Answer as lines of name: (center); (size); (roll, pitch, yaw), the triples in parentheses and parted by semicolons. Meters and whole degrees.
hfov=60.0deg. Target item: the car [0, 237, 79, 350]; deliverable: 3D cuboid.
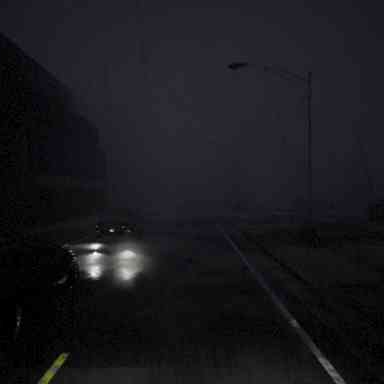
car: (-3.600, 1.560, 6.060); (1.994, 1.385, 4.181); (0, 0, 0)

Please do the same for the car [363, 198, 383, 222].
car: (13.740, 1.091, 21.447); (4.605, 1.855, 1.932); (0, 0, 0)

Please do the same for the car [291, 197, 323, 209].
car: (13.865, 1.352, 40.031); (3.633, 1.501, 1.845); (0, 0, 0)

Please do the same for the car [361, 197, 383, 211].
car: (21.288, 1.363, 37.056); (3.806, 1.475, 1.970); (0, 0, 0)

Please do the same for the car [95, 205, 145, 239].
car: (-3.590, 1.492, 17.270); (1.837, 1.490, 4.892); (0, 0, 0)
